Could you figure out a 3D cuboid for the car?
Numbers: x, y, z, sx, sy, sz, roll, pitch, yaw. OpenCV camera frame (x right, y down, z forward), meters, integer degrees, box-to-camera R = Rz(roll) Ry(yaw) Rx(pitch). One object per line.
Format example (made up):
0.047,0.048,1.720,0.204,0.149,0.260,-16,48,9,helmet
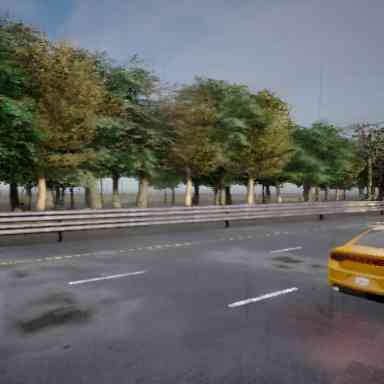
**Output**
5.130,1.480,7.526,5.008,1.535,1.882,0,0,-35,car
